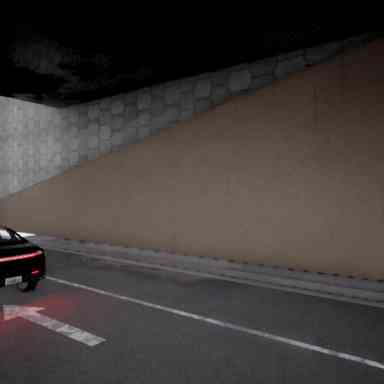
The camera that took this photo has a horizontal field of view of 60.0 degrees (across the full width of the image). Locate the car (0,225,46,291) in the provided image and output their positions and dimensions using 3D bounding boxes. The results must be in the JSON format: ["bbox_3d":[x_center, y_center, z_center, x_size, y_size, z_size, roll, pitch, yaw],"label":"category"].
[{"bbox_3d":[-5.402,1.491,7.805,4.902,1.511,2.128,0,0,35],"label":"car"}]
